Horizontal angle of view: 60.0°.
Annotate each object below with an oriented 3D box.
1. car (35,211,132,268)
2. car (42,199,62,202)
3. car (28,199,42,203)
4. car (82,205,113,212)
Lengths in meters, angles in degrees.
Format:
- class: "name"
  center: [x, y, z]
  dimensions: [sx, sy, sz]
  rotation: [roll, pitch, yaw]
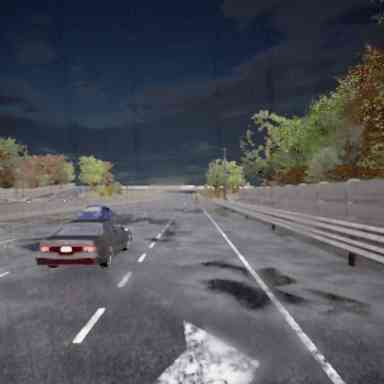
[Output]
- class: "car"
  center: [-3.402, 1.613, 11.507]
  dimensions: [2.033, 1.411, 5.357]
  rotation: [0, 0, 0]
- class: "car"
  center: [-21.015, 1.916, 51.693]
  dimensions: [1.994, 1.385, 4.181]
  rotation: [0, 0, 0]
- class: "car"
  center: [-24.519, 1.843, 52.683]
  dimensions: [1.882, 1.535, 5.008]
  rotation: [0, 1, 0]
- class: "car"
  center: [-6.905, 1.674, 24.427]
  dimensions: [1.812, 1.442, 4.674]
  rotation: [0, 0, 0]
